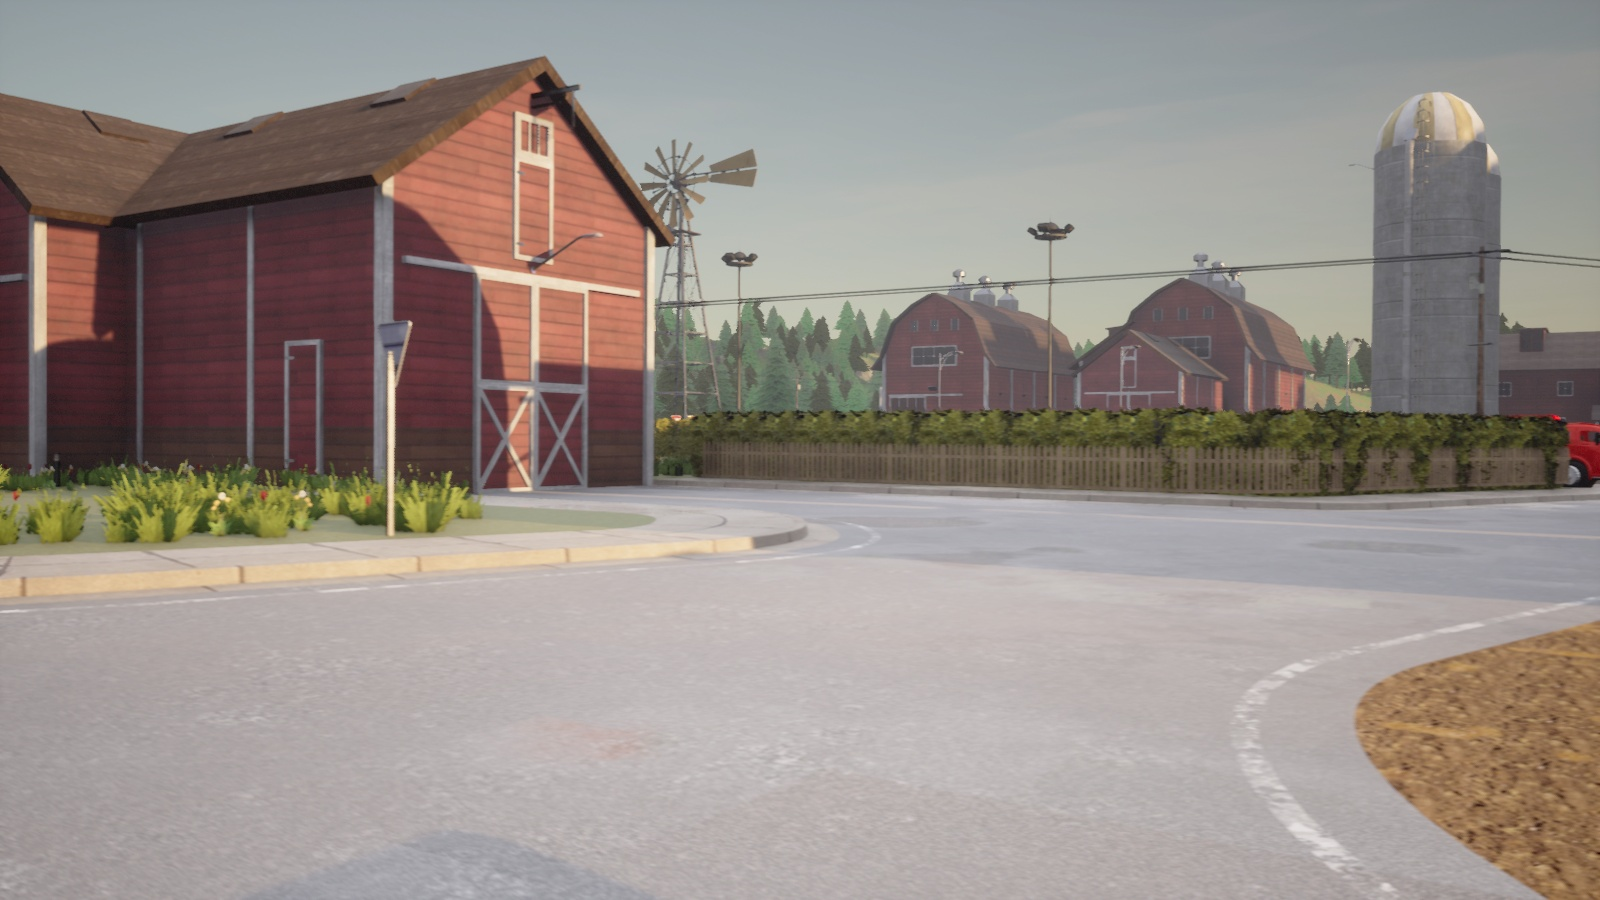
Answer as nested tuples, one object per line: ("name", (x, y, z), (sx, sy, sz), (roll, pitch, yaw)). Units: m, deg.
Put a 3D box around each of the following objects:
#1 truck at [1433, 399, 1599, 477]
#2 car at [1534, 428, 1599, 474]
("truck", (24.386, -0.385, 42.083), (5.204, 2.467, 2.627), (0, 1, 40))
("car", (27.973, 0.021, 43.894), (3.705, 1.549, 1.789), (0, 1, 43))
